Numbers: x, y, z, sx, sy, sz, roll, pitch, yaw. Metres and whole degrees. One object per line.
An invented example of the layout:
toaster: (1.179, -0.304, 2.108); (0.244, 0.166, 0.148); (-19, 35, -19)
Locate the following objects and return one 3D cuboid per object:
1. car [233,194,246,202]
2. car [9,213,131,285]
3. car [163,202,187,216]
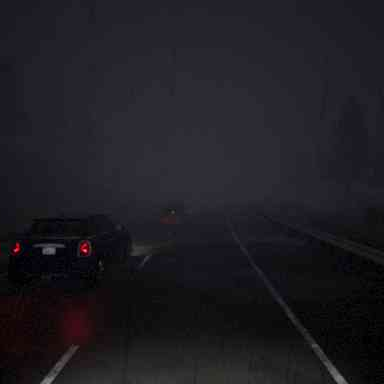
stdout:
car: (11.006, 1.384, 79.504); (2.150, 2.045, 5.566); (0, 0, 14)
car: (-3.185, 1.367, 9.684); (2.097, 1.767, 4.553); (0, 0, 2)
car: (-1.584, 1.663, 33.851); (1.895, 1.301, 4.718); (0, 0, 6)
